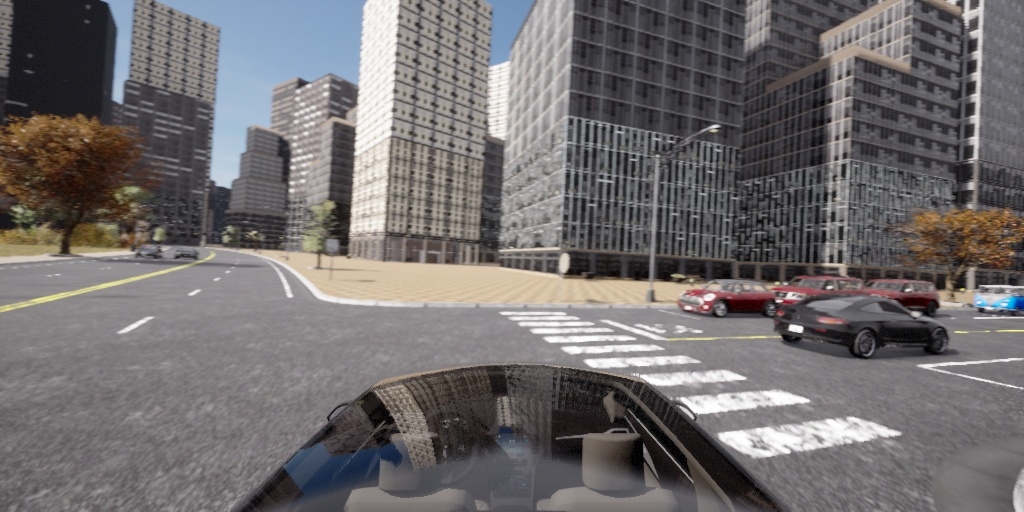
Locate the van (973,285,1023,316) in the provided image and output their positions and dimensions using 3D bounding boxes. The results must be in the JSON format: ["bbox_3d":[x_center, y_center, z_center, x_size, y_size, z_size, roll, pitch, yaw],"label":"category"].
[{"bbox_3d":[30.786,2.722,22.270,3.998,1.789,1.690,0,0,-17],"label":"van"}]

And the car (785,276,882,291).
[{"bbox_3d":[14.630,1.881,17.243,5.009,1.841,2.192,0,0,-17],"label":"car"}]

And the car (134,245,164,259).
[{"bbox_3d":[-41.576,-0.510,41.167,2.128,1.511,4.902,4,-1,-37],"label":"car"}]

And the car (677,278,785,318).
[{"bbox_3d":[9.245,1.733,15.567,4.097,1.591,1.967,0,0,-17],"label":"car"}]

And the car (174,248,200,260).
[{"bbox_3d":[-38.988,-0.270,43.118,1.994,1.385,4.181,4,-1,-37],"label":"car"}]

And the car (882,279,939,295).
[{"bbox_3d":[20.015,2.154,18.918,5.009,1.841,2.192,0,0,-17],"label":"car"}]

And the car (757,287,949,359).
[{"bbox_3d":[9.269,1.754,9.613,4.674,1.442,1.812,3,-1,-17],"label":"car"}]
